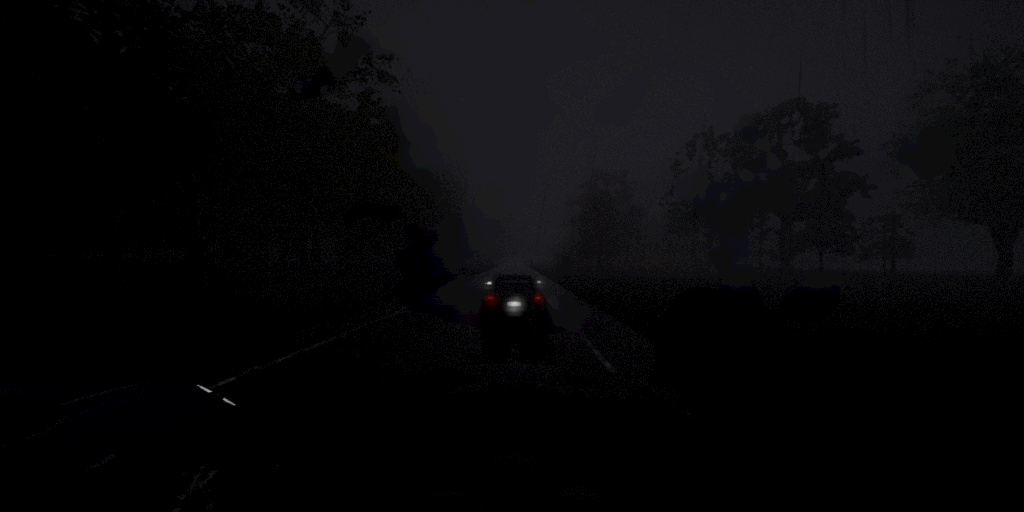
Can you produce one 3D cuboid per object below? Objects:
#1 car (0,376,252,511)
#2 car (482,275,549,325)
[{"bbox_3d":[-3.174,1.103,0.969,2.097,1.767,4.553,0,0,2],"label":"car"},{"bbox_3d":[0.098,1.314,11.852,1.994,1.385,4.181,0,0,0],"label":"car"}]
